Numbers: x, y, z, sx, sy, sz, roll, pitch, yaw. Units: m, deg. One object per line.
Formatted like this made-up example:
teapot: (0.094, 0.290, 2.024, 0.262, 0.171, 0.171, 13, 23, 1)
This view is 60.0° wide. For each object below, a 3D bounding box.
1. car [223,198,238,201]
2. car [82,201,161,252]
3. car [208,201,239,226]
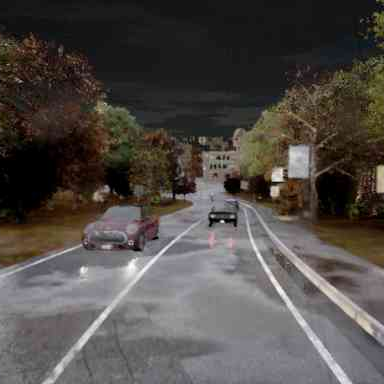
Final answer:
car: (4.964, 1.465, 42.561, 1.812, 1.442, 4.674, 1, 0, 7)
car: (-2.688, 1.293, 13.644, 2.097, 1.767, 4.553, 1, 0, 6)
car: (2.245, 1.575, 23.252, 1.895, 1.301, 4.718, 1, 0, 8)
